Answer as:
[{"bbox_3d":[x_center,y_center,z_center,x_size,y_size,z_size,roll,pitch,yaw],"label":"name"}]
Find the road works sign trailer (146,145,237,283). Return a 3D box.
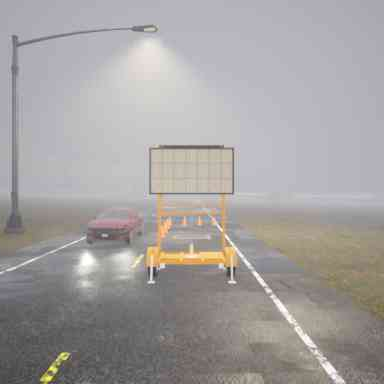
[{"bbox_3d":[-0.007,0.465,9.602,2.380,3.560,2.880,0,0,0],"label":"road works sign trailer"}]

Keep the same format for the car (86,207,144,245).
[{"bbox_3d":[-3.511,1.479,15.887,1.882,1.535,5.008,0,0,0],"label":"car"}]
